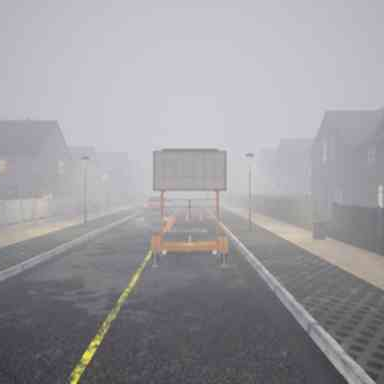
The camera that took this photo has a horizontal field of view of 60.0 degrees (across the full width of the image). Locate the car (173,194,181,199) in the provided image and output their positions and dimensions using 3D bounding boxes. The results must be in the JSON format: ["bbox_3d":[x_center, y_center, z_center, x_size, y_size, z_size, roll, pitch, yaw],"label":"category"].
[{"bbox_3d":[-3.244,1.200,69.310,2.033,1.411,5.357,0,0,0],"label":"car"}]

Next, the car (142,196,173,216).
[{"bbox_3d":[-3.055,1.132,29.159,2.097,1.767,4.553,0,0,0],"label":"car"}]

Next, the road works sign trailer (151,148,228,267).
[{"bbox_3d":[-0.070,0.369,10.996,2.380,3.560,2.880,0,0,0],"label":"road works sign trailer"}]
